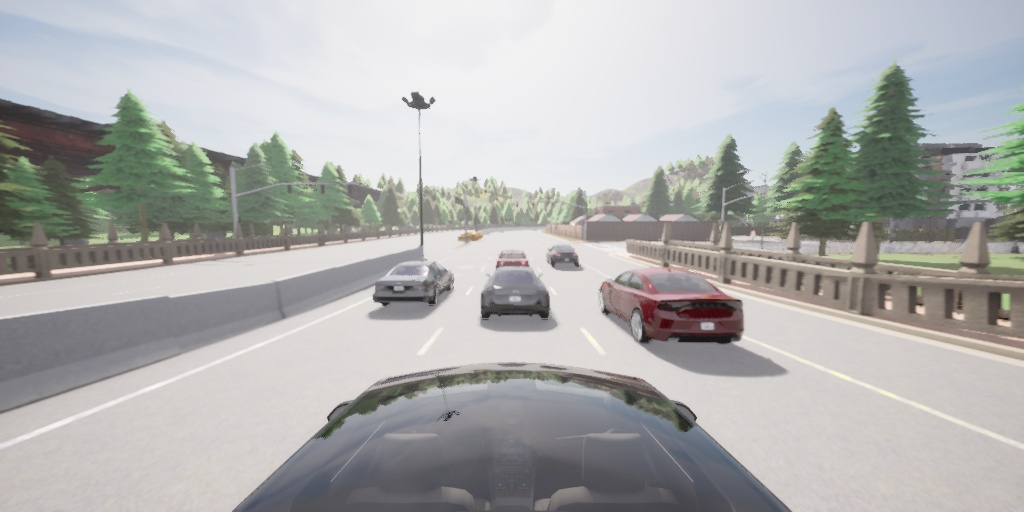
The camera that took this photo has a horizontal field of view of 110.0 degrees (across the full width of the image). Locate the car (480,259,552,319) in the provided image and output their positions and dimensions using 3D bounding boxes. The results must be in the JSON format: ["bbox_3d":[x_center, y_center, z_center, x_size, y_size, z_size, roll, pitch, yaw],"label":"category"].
[{"bbox_3d":[0.078,0.993,11.409,1.994,1.385,4.181,0,3,0],"label":"car"}]

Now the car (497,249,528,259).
[{"bbox_3d":[0.023,0.228,22.176,1.895,1.301,4.718,0,5,0],"label":"car"}]

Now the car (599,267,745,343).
[{"bbox_3d":[3.586,1.018,9.053,1.882,1.535,5.008,0,3,0],"label":"car"}]

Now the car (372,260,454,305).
[{"bbox_3d":[-3.428,0.869,13.351,2.033,1.411,5.357,0,3,0],"label":"car"}]

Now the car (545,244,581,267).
[{"bbox_3d":[3.508,-0.120,25.240,1.812,1.442,4.674,0,5,0],"label":"car"}]
